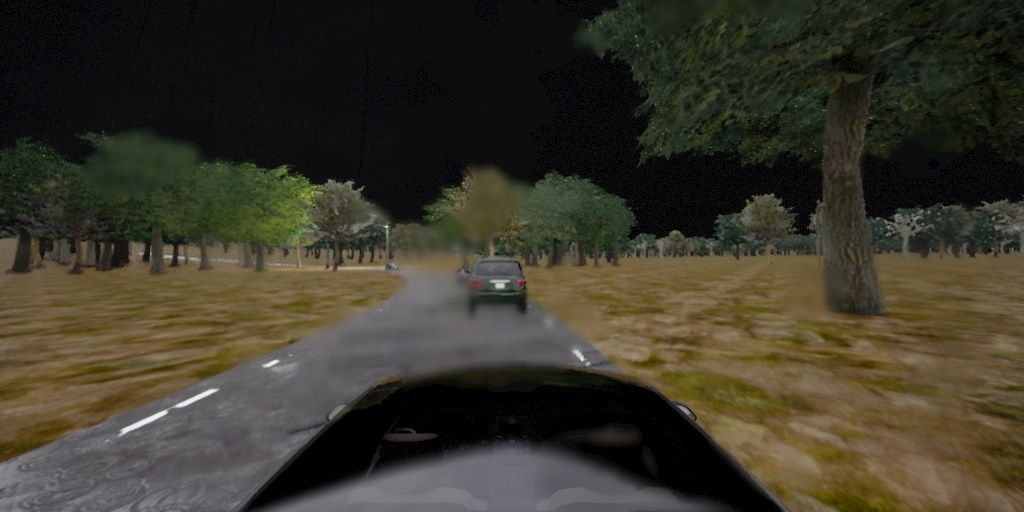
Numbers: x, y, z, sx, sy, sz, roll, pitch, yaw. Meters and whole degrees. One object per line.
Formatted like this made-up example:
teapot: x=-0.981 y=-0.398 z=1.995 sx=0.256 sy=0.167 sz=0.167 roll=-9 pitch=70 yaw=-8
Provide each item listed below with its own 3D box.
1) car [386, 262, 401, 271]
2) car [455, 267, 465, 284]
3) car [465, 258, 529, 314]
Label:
car: x=-20.504 y=1.857 z=61.899 sx=2.128 sy=1.511 sz=4.902 roll=0 pitch=0 yaw=-31
car: x=-3.670 y=1.589 z=30.521 sx=1.994 sy=1.385 sz=4.181 roll=0 pitch=0 yaw=-14
car: x=-0.704 y=1.098 z=14.586 sx=2.150 sy=2.045 sz=5.566 roll=0 pitch=0 yaw=-7
